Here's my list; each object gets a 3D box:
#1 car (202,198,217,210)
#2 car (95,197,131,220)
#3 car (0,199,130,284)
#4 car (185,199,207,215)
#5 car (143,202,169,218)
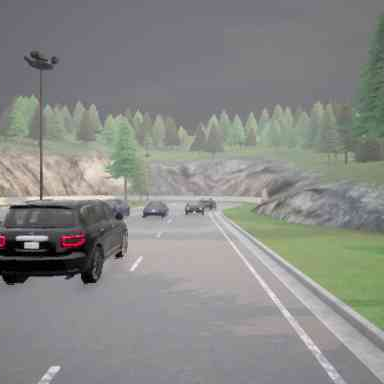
[{"bbox_3d":[2.057,1.543,43.969,2.128,1.511,4.902,0,0,14],"label":"car"},{"bbox_3d":[-6.844,1.387,29.361,2.097,1.767,4.553,0,0,1],"label":"car"},{"bbox_3d":[-3.400,1.233,9.746,2.150,2.045,5.566,0,0,0],"label":"car"},{"bbox_3d":[0.330,1.641,34.273,1.895,1.301,4.718,0,0,2],"label":"car"},{"bbox_3d":[-3.299,1.600,30.937,1.994,1.385,4.181,0,0,2],"label":"car"}]
